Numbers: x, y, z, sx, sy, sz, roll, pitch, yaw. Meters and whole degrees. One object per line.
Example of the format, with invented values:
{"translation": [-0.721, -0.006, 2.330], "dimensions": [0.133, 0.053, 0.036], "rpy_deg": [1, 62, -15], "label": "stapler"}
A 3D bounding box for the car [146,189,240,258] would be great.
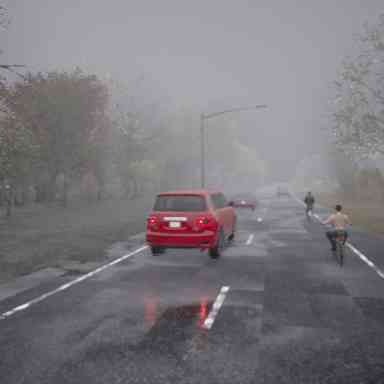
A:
{"translation": [0.208, 0.917, 11.768], "dimensions": [2.150, 2.045, 5.566], "rpy_deg": [0, 1, 15], "label": "car"}

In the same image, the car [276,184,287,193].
{"translation": [19.161, -0.721, 71.425], "dimensions": [2.097, 1.767, 4.553], "rpy_deg": [0, 1, 15], "label": "car"}

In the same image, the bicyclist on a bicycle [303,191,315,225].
{"translation": [6.318, 0.823, 17.940], "dimensions": [0.659, 1.776, 1.843], "rpy_deg": [0, 2, 14], "label": "bicyclist on a bicycle"}

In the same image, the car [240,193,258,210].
{"translation": [4.702, 0.758, 29.118], "dimensions": [1.994, 1.385, 4.181], "rpy_deg": [0, 1, 15], "label": "car"}

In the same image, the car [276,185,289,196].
{"translation": [15.021, -0.042, 55.017], "dimensions": [1.994, 1.385, 4.181], "rpy_deg": [0, 1, 15], "label": "car"}

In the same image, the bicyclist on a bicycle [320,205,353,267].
{"translation": [4.031, 1.142, 9.206], "dimensions": [0.866, 1.612, 1.509], "rpy_deg": [0, 1, 15], "label": "bicyclist on a bicycle"}
